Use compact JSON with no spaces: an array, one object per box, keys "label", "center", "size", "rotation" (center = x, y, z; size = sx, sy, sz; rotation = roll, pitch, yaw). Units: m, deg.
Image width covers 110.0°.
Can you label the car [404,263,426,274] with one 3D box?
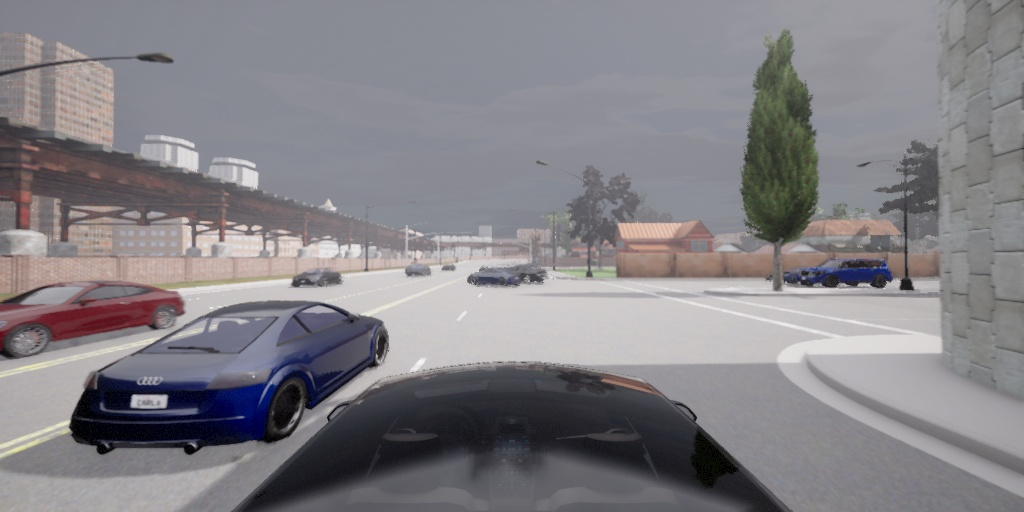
[{"label":"car","center":[-14.042,1.768,52.213],"size":[1.812,1.442,4.674],"rotation":[0,-1,0]}]

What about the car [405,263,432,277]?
[{"label":"car","center":[-10.581,1.683,41.225],"size":[2.033,1.411,5.357],"rotation":[0,-1,0]}]

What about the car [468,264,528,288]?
[{"label":"car","center":[-1.290,1.559,26.868],"size":[4.181,1.385,1.994],"rotation":[0,0,34]}]

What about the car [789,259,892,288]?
[{"label":"car","center":[23.223,1.199,25.181],"size":[5.566,2.045,2.150],"rotation":[0,-1,0]}]

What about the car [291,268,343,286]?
[{"label":"car","center":[-14.089,1.553,26.155],"size":[1.994,1.385,4.181],"rotation":[0,-1,0]}]

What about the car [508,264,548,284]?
[{"label":"car","center":[0.808,1.537,30.506],"size":[4.892,1.490,1.837],"rotation":[0,4,42]}]

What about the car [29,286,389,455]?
[{"label":"car","center":[-3.399,1.351,5.373],"size":[1.994,1.385,4.181],"rotation":[0,0,0]}]

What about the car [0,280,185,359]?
[{"label":"car","center":[-10.583,1.345,8.745],"size":[1.812,1.442,4.674],"rotation":[0,-1,0]}]

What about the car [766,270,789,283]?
[{"label":"car","center":[23.493,1.559,28.681],"size":[5.357,1.411,2.033],"rotation":[0,-1,0]}]

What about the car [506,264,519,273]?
[{"label":"car","center":[0.106,1.865,54.519],"size":[1.895,1.301,4.718],"rotation":[0,-1,0]}]

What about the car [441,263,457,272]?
[{"label":"car","center":[-10.474,1.918,59.908],"size":[1.994,1.385,4.181],"rotation":[0,-1,0]}]
